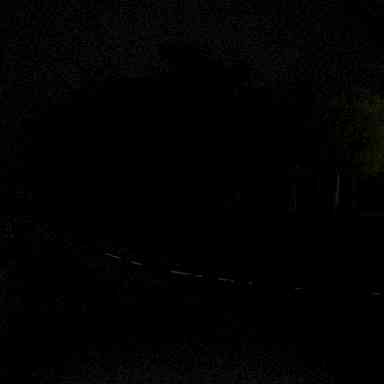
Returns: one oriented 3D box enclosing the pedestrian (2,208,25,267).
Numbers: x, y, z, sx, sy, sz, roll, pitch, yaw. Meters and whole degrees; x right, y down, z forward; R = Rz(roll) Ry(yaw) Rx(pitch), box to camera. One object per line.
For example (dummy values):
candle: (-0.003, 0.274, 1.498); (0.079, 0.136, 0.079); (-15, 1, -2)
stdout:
pedestrian: (-5.430, 1.342, 10.105); (0.375, 1.860, 0.375); (-2, 3, -38)
